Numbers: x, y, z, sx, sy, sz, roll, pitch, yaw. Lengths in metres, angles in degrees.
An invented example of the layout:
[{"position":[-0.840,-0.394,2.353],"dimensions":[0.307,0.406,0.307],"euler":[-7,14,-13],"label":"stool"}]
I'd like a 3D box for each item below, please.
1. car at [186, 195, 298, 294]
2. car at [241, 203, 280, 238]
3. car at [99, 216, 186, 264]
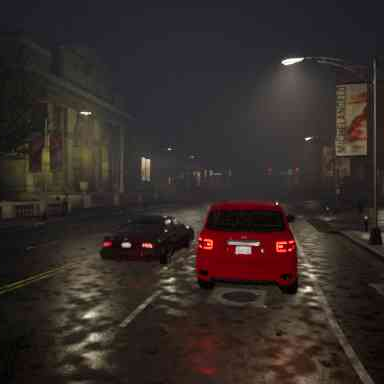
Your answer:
[{"position":[1.591,1.221,9.061],"dimensions":[2.150,2.045,5.566],"euler":[0,0,13],"label":"car"},{"position":[3.942,1.478,18.723],"dimensions":[1.882,1.535,5.008],"euler":[0,0,14],"label":"car"},{"position":[-1.303,1.548,11.860],"dimensions":[2.033,1.411,5.357],"euler":[0,0,13],"label":"car"}]
